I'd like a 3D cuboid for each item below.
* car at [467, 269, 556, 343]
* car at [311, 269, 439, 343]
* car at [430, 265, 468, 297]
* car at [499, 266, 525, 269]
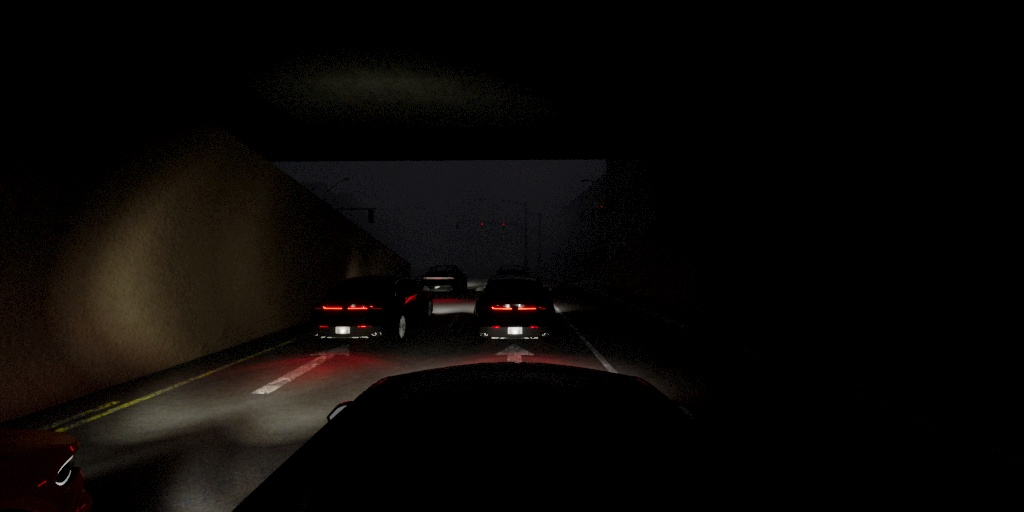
[{"bbox_3d":[0.051,1.255,9.639,1.837,1.490,4.892,0,0,0],"label":"car"},{"bbox_3d":[-3.450,1.255,9.695,1.837,1.490,4.892,0,0,0],"label":"car"},{"bbox_3d":[-3.488,1.241,19.012,2.128,1.511,4.902,0,0,-1],"label":"car"},{"bbox_3d":[0.008,1.255,19.049,1.837,1.490,4.892,0,0,0],"label":"car"}]
